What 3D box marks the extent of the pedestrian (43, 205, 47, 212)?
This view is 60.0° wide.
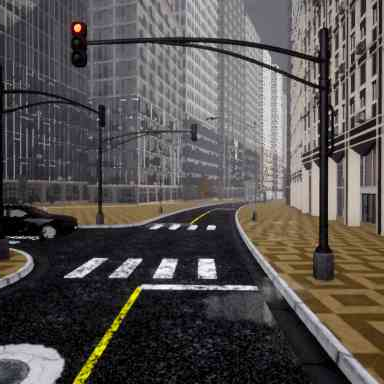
[{"bbox_3d":[-9.293,1.344,21.036,0.500,1.100,0.500,0,0,17],"label":"pedestrian"}]

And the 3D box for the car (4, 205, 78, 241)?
[{"bbox_3d":[-8.016,1.379,15.758,5.008,1.535,1.882,0,1,0],"label":"car"}]
